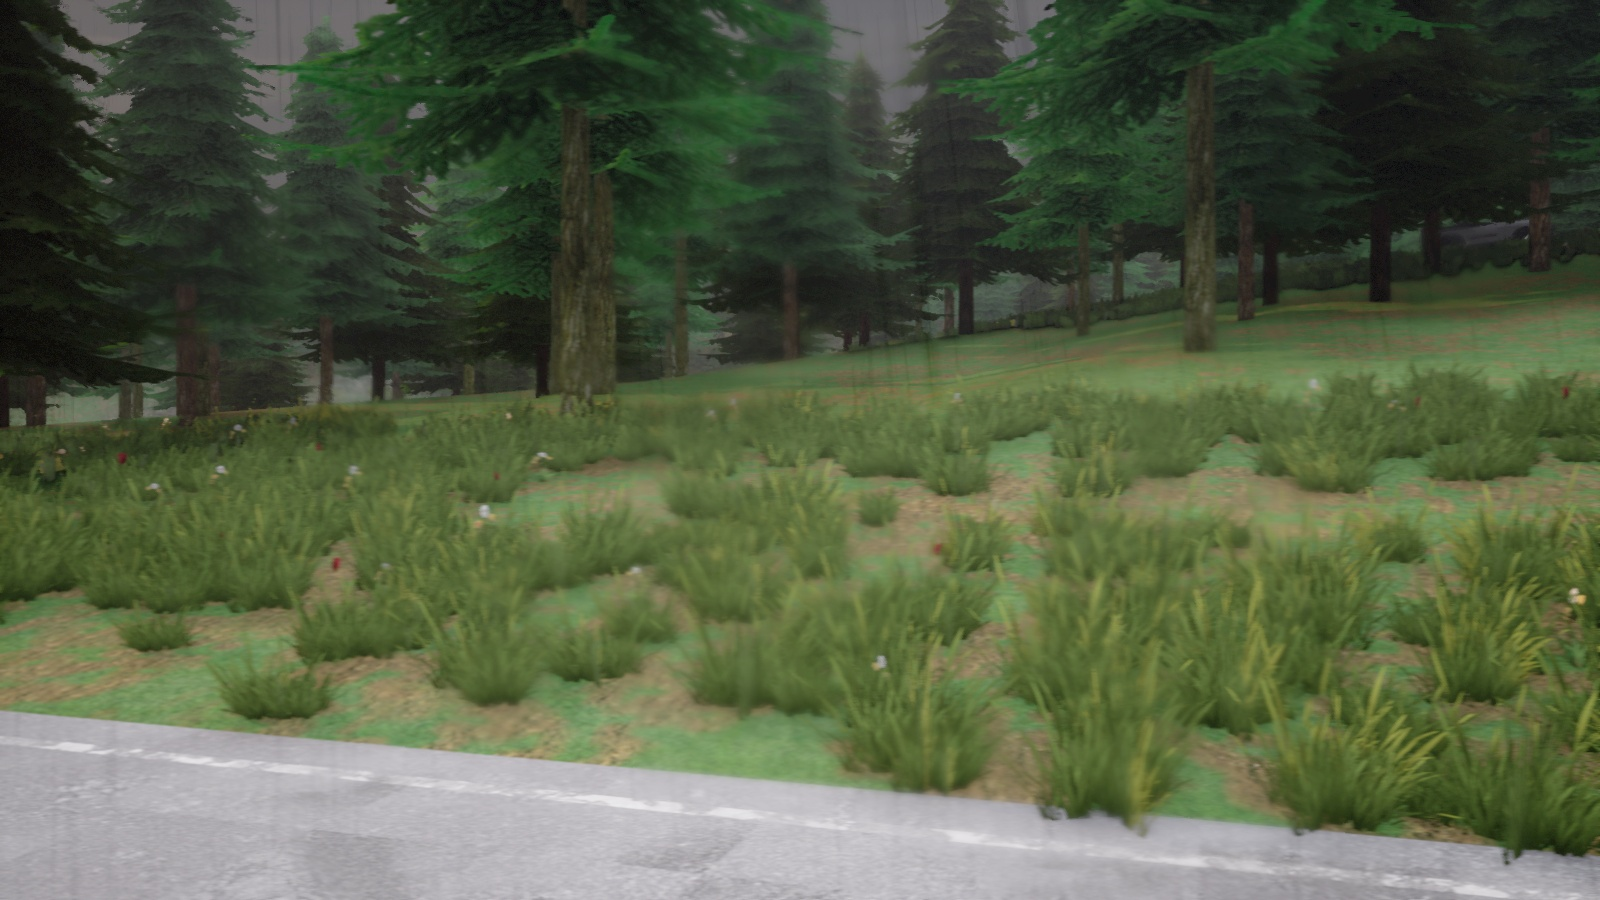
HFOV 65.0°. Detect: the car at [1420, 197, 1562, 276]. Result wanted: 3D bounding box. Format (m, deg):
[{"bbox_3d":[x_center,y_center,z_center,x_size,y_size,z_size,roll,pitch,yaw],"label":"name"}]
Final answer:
[{"bbox_3d":[22.812,-7.007,41.494,3.866,1.878,1.905,-2,0,34],"label":"car"}]
